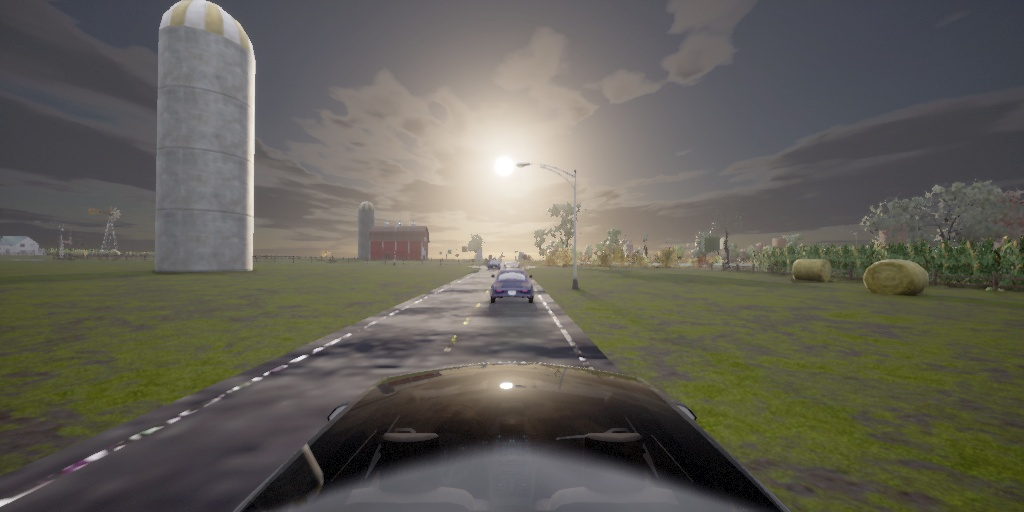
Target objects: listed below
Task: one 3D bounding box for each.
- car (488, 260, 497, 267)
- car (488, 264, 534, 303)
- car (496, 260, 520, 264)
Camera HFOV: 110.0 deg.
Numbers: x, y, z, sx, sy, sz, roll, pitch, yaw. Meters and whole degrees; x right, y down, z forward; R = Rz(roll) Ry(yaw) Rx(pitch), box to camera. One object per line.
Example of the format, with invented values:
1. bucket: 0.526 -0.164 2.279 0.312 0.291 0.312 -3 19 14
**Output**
1. car: -2.750 1.309 56.508 1.882 1.535 5.008 0 0 0
2. car: 0.000 1.289 16.502 1.812 1.442 4.674 0 0 0
3. car: 0.000 1.262 31.504 2.128 1.511 4.902 0 0 0
